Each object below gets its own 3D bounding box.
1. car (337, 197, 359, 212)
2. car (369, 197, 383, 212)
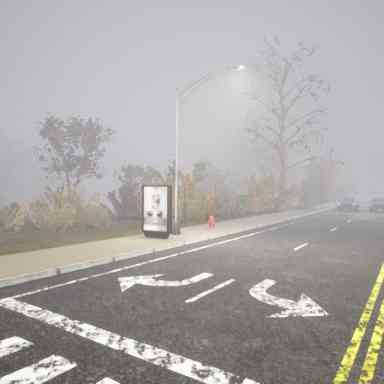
[{"bbox_3d":[18.708,1.390,39.731,2.097,1.767,4.553,0,0,30],"label":"car"},{"bbox_3d":[21.509,1.393,38.084,2.097,1.767,4.553,0,0,30],"label":"car"}]
